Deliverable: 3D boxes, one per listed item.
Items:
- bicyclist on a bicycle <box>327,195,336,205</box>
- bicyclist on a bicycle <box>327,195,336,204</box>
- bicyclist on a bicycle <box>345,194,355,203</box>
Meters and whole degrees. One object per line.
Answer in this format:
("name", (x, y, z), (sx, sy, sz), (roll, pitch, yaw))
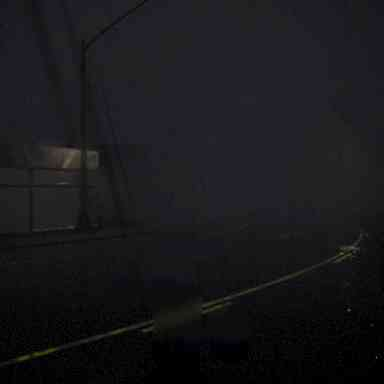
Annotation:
("bicyclist on a bicycle", (24.508, 1.365, 58.510), (1.656, 1.620, 0.582), (-8, 1, 2))
("bicyclist on a bicycle", (24.960, 1.288, 59.363), (1.656, 1.620, 0.582), (-1, 0, -32))
("bicyclist on a bicycle", (29.788, 1.272, 62.693), (1.656, 1.620, 0.582), (0, 0, 38))
